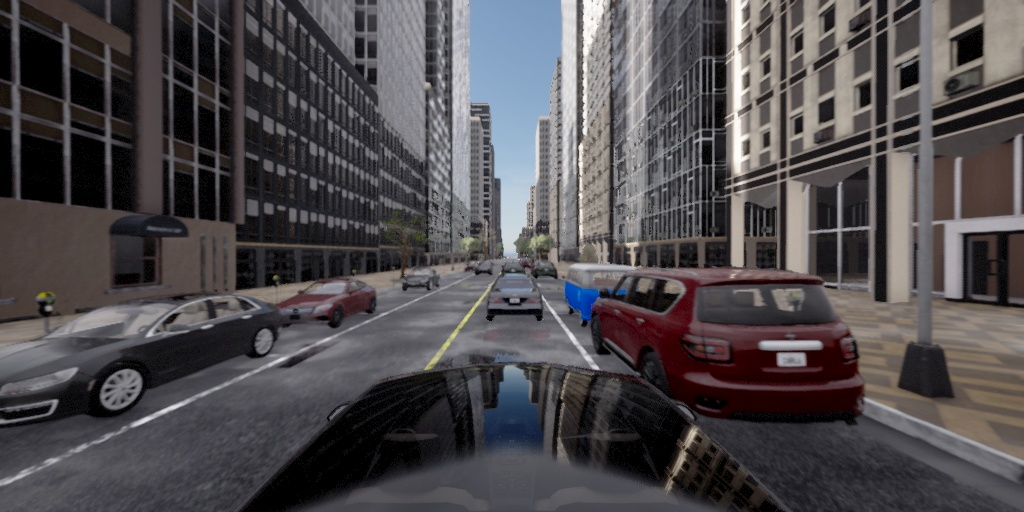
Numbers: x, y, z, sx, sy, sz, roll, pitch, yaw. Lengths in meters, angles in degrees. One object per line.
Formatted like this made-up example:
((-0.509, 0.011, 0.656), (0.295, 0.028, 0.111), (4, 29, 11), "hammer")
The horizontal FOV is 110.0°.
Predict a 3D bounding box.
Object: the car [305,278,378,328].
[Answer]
((-5.688, 1.381, 11.507), (1.802, 1.307, 4.207), (0, 0, 0), "car")

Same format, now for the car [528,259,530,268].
((3.153, 1.424, 41.708), (1.882, 1.535, 5.008), (0, 0, 0), "car")

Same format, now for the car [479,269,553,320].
((0.091, 1.353, 12.955), (2.033, 1.411, 5.357), (0, 0, 0), "car")

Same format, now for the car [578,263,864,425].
((2.690, 1.085, 5.821), (2.192, 1.841, 5.009), (0, 0, 0), "car")

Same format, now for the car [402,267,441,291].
((-5.685, 1.405, 22.874), (2.007, 1.370, 4.403), (0, 0, 0), "car")

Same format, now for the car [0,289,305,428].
((-5.691, 1.321, 5.824), (2.007, 1.370, 4.403), (0, 0, 0), "car")

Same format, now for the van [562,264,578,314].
((2.693, 1.139, 11.504), (1.690, 1.789, 3.998), (0, 0, 0), "van")

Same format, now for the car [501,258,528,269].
((0.103, 1.254, 32.577), (2.097, 1.767, 4.553), (0, 0, 0), "car")

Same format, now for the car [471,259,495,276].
((-3.082, 1.444, 40.151), (1.837, 1.490, 4.892), (0, 0, 0), "car")

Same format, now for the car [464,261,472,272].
((-5.675, 1.433, 51.292), (1.967, 1.591, 4.097), (0, 0, 0), "car")

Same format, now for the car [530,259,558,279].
((3.124, 1.265, 34.678), (2.097, 1.767, 4.553), (0, 0, 0), "car")
